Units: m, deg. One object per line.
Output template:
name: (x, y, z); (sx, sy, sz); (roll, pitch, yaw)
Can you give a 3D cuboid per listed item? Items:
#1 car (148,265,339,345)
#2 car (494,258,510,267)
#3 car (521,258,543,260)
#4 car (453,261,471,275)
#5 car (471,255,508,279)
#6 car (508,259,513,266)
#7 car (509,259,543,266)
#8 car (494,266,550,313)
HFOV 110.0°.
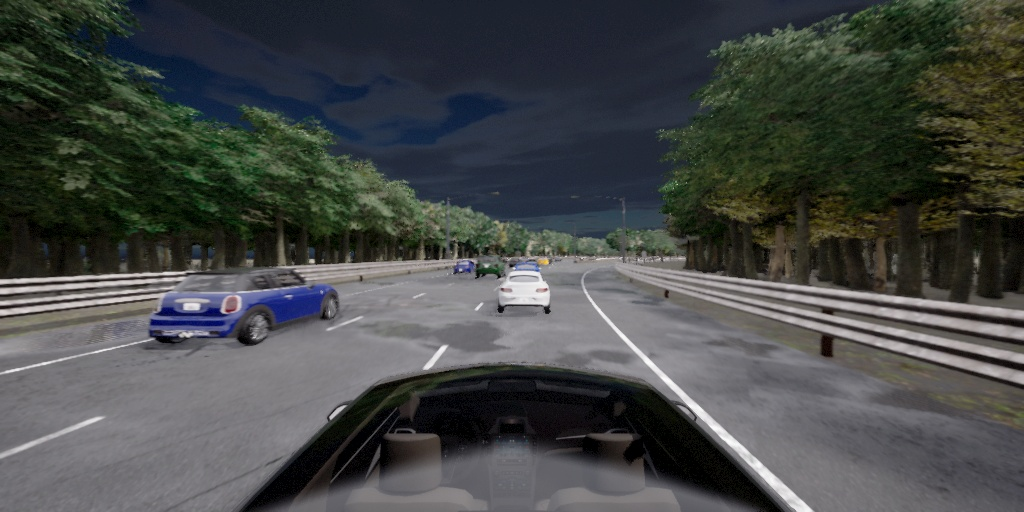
car: (-6.603, 1.081, 9.587); (2.097, 1.767, 4.553); (0, 0, 2)
car: (-1.726, 1.122, 65.242); (2.128, 1.511, 4.902); (0, 0, 9)
car: (2.291, 1.225, 41.202); (1.837, 1.490, 4.892); (0, 0, 6)
car: (-4.938, 1.217, 38.472); (1.812, 1.442, 4.674); (0, 0, 5)
car: (-1.901, 0.949, 32.352); (2.150, 2.045, 5.566); (0, 0, 5)
car: (0.576, 1.168, 55.982); (1.837, 1.490, 4.892); (0, -1, 7)
car: (1.039, 1.224, 25.502); (1.882, 1.535, 5.008); (0, 0, 4)
car: (0.475, 1.276, 14.023); (1.812, 1.442, 4.674); (0, 0, 2)
